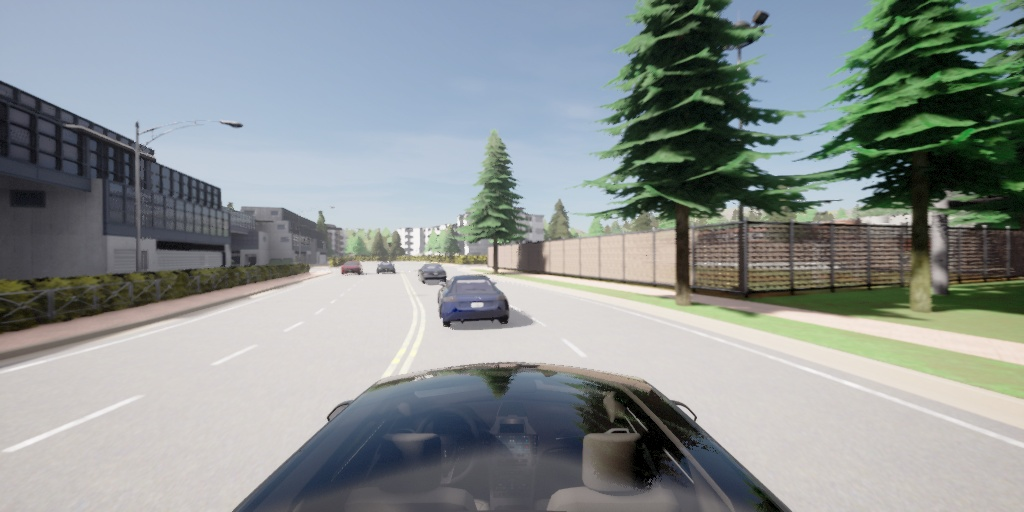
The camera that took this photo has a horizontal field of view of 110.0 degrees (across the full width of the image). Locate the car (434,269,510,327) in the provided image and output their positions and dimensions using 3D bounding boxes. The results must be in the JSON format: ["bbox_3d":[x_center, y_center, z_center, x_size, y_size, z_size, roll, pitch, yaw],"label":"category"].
[{"bbox_3d":[-1.396,1.302,11.729,1.994,1.385,4.181,0,0,-13],"label":"car"}]

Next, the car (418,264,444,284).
[{"bbox_3d":[-6.138,1.291,27.581,2.033,1.411,5.357,-1,0,-18],"label":"car"}]

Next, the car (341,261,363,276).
[{"bbox_3d":[-17.557,1.298,39.529,1.882,1.535,5.008,-1,0,-18],"label":"car"}]

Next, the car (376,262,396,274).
[{"bbox_3d":[-14.390,1.351,41.115,1.994,1.385,4.181,-1,0,-18],"label":"car"}]
